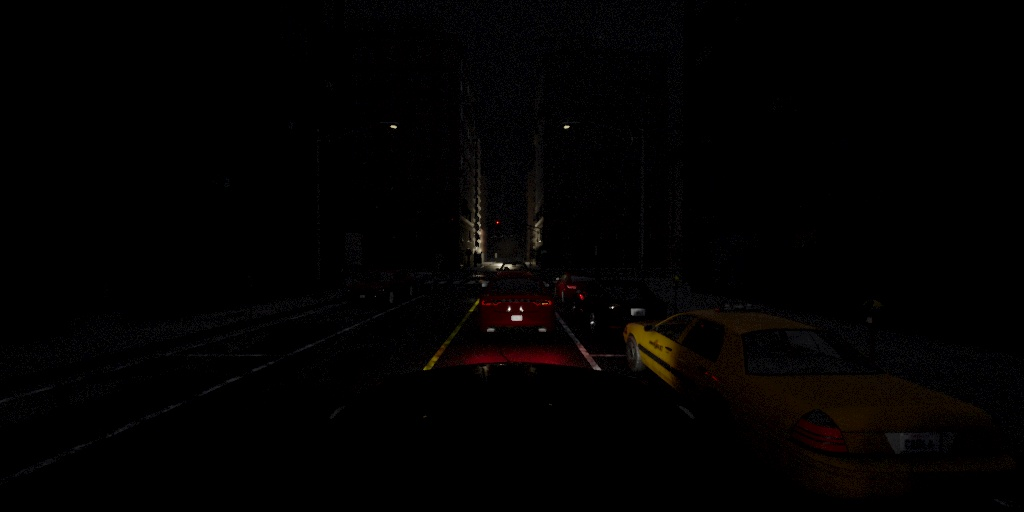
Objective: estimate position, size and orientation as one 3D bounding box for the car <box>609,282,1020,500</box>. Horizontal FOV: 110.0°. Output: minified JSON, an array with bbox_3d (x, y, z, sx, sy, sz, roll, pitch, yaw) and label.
[{"bbox_3d":[2.875,1.274,4.826,1.751,1.417,4.829,0,0,0],"label":"car"}]

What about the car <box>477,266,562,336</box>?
[{"bbox_3d":[0.106,1.225,10.421,1.882,1.535,5.008,0,0,0],"label":"car"}]

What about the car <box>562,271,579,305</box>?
[{"bbox_3d":[2.891,1.327,15.828,1.802,1.307,4.207,0,0,0],"label":"car"}]

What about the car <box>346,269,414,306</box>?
[{"bbox_3d":[-5.654,1.290,15.837,1.888,1.381,4.507,0,0,0],"label":"car"}]

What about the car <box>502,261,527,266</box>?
[{"bbox_3d":[0.121,1.096,20.751,2.097,1.767,4.553,0,0,0],"label":"car"}]

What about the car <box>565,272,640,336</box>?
[{"bbox_3d":[2.883,1.313,10.242,1.948,1.339,4.313,0,0,0],"label":"car"}]
